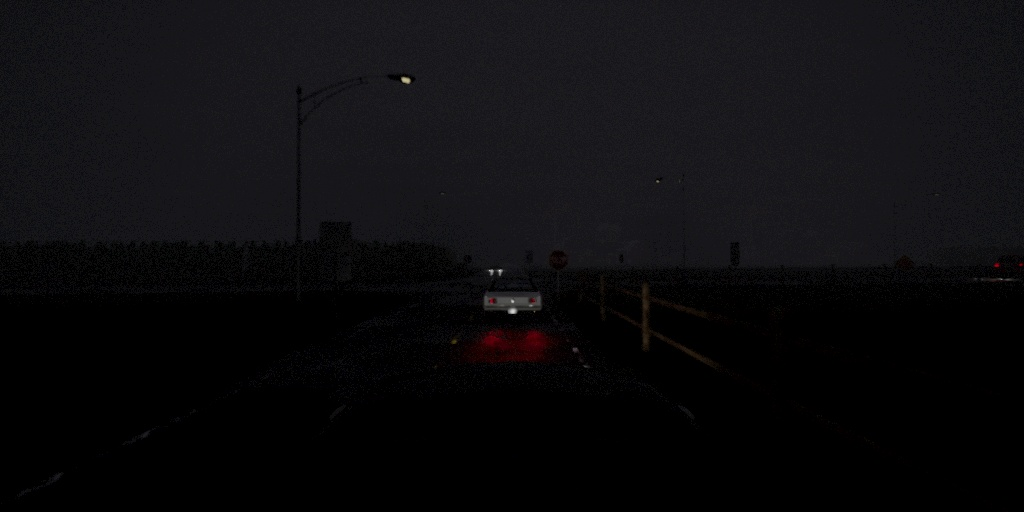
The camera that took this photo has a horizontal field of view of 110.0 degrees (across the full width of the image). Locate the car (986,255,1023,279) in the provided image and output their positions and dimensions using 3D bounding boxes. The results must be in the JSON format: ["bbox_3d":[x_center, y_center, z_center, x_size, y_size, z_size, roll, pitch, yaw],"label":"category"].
[{"bbox_3d":[42.925,0.908,29.274,5.566,2.045,2.150,0,-1,-4],"label":"car"}]

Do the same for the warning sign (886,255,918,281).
[{"bbox_3d":[28.089,0.841,25.592,1.060,1.860,1.300,0,0,-5],"label":"warning sign"}]

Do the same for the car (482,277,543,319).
[{"bbox_3d":[0.051,1.422,13.224,1.895,1.301,4.718,0,0,1],"label":"car"}]

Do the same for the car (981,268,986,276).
[{"bbox_3d":[45.047,1.220,32.271,4.892,1.490,1.837,0,-1,-4],"label":"car"}]

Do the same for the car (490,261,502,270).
[{"bbox_3d":[-2.777,1.698,63.233,1.837,1.490,4.892,0,0,1],"label":"car"}]
